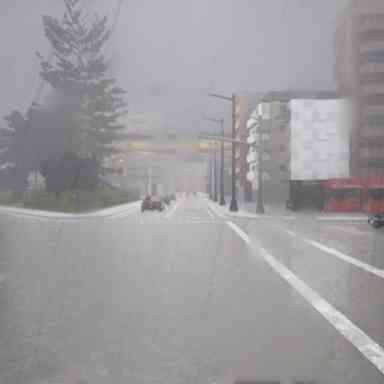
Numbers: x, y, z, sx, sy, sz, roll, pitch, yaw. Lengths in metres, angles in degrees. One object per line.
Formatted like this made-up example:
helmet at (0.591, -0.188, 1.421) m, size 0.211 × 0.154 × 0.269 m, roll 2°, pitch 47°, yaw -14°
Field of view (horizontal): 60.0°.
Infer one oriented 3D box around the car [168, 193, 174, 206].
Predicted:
car at (-3.822, 1.064, 43.361) m, size 1.895 × 1.301 × 4.718 m, roll 0°, pitch 1°, yaw 0°

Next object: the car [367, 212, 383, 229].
car at (11.928, 1.359, 17.806) m, size 4.674 × 1.442 × 1.812 m, roll 0°, pitch 1°, yaw -1°

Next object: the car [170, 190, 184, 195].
car at (-4.109, 0.174, 91.760) m, size 1.853 × 1.218 × 4.536 m, roll 0°, pitch 1°, yaw 24°

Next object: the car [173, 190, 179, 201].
car at (-3.826, 0.852, 57.907) m, size 1.994 × 1.385 × 4.181 m, roll 0°, pitch 1°, yaw 0°

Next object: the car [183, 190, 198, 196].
car at (0.032, 0.327, 91.429) m, size 2.038 × 1.542 × 4.974 m, roll 0°, pitch 1°, yaw -21°

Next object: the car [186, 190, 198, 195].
car at (0.013, 0.169, 91.476) m, size 1.853 × 1.218 × 4.536 m, roll 0°, pitch 1°, yaw -21°

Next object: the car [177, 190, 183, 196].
car at (-4.130, 0.333, 91.715) m, size 2.038 × 1.542 × 4.974 m, roll 0°, pitch 1°, yaw 24°

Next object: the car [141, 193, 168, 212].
car at (-3.772, 1.070, 32.628) m, size 1.882 × 1.535 × 5.008 m, roll 0°, pitch 1°, yaw 0°
